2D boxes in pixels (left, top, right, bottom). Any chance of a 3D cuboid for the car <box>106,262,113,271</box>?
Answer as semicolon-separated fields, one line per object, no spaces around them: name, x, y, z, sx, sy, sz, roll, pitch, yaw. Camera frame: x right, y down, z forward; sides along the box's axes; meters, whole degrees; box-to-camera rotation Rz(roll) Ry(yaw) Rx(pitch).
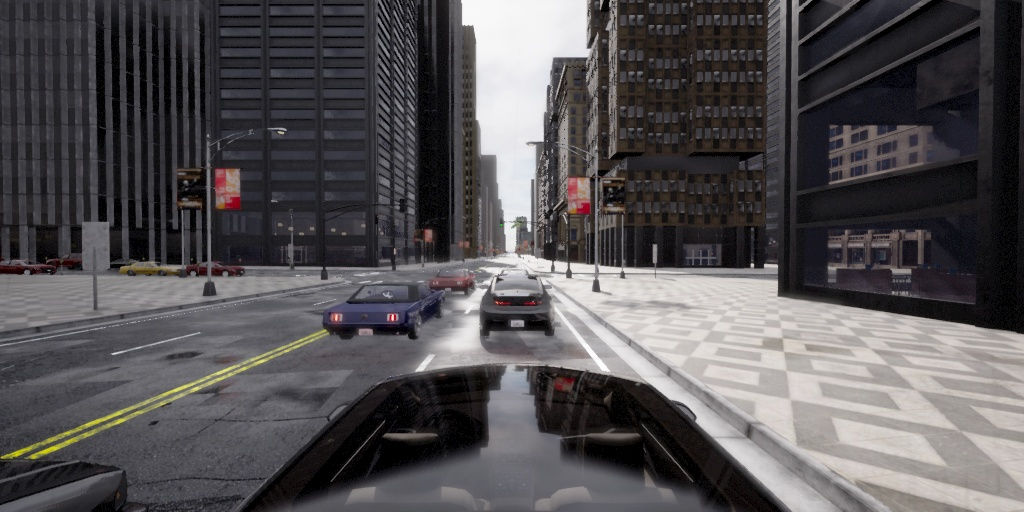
car;-42.863;0.926;39.950;4.313;1.339;1.948;0;0;0

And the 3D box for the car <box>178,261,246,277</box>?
car;-25.962;1.149;31.482;4.507;1.381;1.888;0;0;0

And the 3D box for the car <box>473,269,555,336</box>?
car;0.123;1.252;10.362;1.837;1.490;4.892;0;0;0

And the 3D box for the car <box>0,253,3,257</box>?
car;-48.461;0.727;31.406;5.009;1.841;2.192;0;0;0

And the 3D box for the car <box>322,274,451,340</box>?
car;-3.129;1.349;9.921;1.895;1.301;4.718;0;0;0

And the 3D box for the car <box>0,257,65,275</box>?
car;-42.836;1.007;31.425;4.507;1.381;1.888;0;0;0

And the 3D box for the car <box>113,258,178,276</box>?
car;-31.417;1.084;31.464;4.829;1.417;1.751;0;0;0

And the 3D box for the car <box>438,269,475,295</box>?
car;-3.105;1.343;19.682;1.895;1.301;4.718;0;0;0

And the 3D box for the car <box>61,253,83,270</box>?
car;-48.487;0.624;39.931;5.009;1.841;2.192;0;0;0
